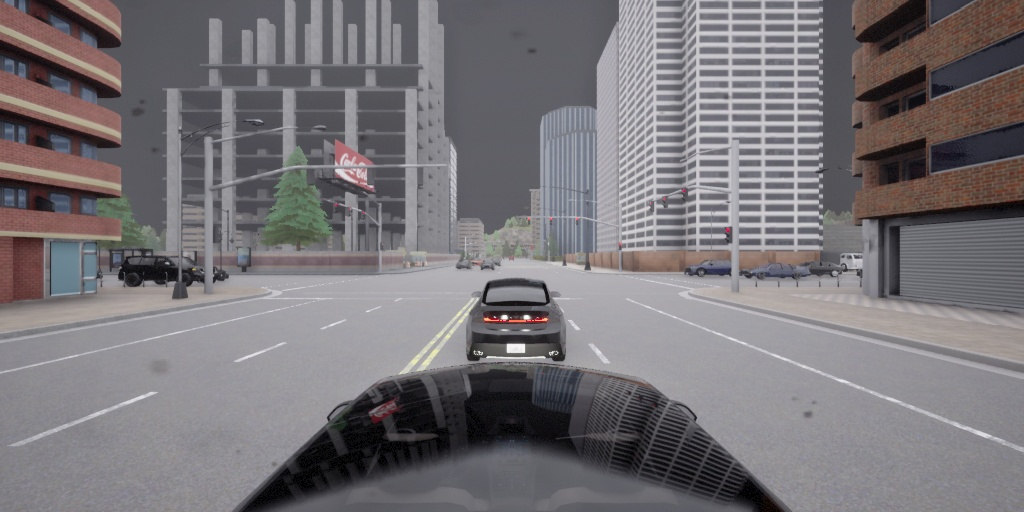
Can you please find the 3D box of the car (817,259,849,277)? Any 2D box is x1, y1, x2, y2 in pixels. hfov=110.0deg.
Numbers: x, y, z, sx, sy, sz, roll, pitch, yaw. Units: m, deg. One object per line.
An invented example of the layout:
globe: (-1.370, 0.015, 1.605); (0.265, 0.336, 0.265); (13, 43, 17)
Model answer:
car: (29.062, 1.255, 34.709); (4.892, 1.490, 1.837); (0, 0, 0)

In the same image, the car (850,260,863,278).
car: (32.715, 1.314, 31.206); (4.181, 1.385, 1.994); (0, 0, 0)

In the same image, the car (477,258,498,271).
car: (-3.363, 1.253, 50.307); (1.837, 1.490, 4.892); (0, 0, 0)

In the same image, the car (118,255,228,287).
car: (-22.815, 0.972, 23.988); (5.566, 2.045, 2.150); (0, 0, 0)

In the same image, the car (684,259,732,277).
car: (19.212, 1.102, 34.713); (4.553, 1.767, 2.097); (0, 0, 0)

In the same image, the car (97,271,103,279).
car: (-34.879, 1.297, 27.483); (5.357, 1.411, 2.033); (0, 0, 0)

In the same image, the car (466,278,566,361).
car: (0.093, 1.255, 8.247); (1.837, 1.490, 4.892); (0, 0, 1)

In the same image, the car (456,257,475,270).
car: (-6.857, 1.255, 51.248); (1.837, 1.490, 4.892); (0, 0, 0)

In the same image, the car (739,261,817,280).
car: (22.803, 1.297, 31.215); (5.357, 1.411, 2.033); (0, 0, 0)
